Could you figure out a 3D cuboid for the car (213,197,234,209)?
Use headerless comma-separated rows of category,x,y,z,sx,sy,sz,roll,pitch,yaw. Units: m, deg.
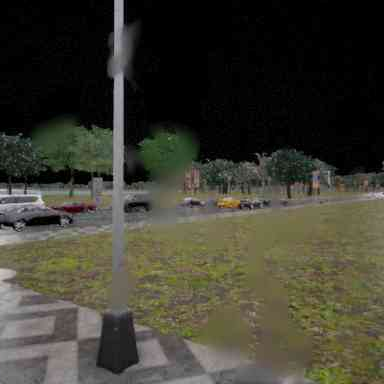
car,5.524,1.498,47.387,1.882,1.535,5.008,0,0,36

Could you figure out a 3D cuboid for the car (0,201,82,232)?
car,-9.767,1.526,20.700,2.128,1.511,4.902,0,0,36

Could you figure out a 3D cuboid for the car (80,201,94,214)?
car,-12.434,1.594,33.853,1.895,1.301,4.718,0,0,36

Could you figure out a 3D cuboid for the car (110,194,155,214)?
car,-6.417,1.232,36.632,2.150,2.045,5.566,0,0,36

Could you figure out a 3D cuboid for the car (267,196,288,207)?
car,13.721,1.386,53.288,2.097,1.767,4.553,0,0,36

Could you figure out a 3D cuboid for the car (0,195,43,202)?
car,-14.236,1.229,25.782,2.150,2.045,5.566,0,0,36

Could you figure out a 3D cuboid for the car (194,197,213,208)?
car,2.988,1.498,49.588,2.128,1.511,4.902,0,0,36

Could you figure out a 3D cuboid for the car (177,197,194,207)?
car,-0.269,1.518,50.643,1.812,1.442,4.674,0,0,36

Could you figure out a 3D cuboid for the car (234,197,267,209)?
car,8.000,1.539,45.266,1.837,1.490,4.892,0,0,36

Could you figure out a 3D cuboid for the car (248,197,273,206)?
car,11.587,1.568,55.886,2.033,1.411,5.357,0,0,36
